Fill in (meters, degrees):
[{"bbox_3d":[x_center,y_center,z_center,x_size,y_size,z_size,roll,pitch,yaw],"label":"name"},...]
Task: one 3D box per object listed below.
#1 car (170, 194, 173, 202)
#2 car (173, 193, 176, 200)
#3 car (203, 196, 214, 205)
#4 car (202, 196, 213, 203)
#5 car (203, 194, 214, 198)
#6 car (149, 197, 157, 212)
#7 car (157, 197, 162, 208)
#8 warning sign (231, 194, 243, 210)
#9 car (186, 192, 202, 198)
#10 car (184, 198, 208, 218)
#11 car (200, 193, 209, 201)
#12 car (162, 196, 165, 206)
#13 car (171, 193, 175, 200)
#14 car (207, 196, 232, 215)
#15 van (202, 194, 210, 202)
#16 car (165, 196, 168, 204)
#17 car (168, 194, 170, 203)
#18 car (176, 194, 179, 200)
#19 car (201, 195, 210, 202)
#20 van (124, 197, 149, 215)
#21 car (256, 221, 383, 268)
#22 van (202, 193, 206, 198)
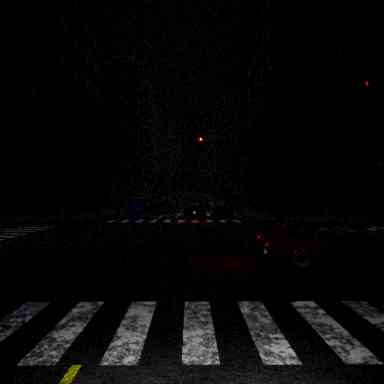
[{"bbox_3d":[-5.493,1.567,67.392,1.947,1.339,4.313,0,0,0],"label":"car"},{"bbox_3d":[-5.432,1.522,78.559,1.752,1.417,4.829,0,0,0],"label":"car"},{"bbox_3d":[3.002,1.527,61.854,1.752,1.417,4.829,0,0,0],"label":"car"},{"bbox_3d":[3.033,1.552,67.354,2.008,1.369,4.403,0,0,0],"label":"car"},{"bbox_3d":[2.908,1.443,44.677,1.967,1.590,4.097,0,0,0],"label":"car"},{"bbox_3d":[-5.648,1.443,39.051,1.967,1.590,4.097,0,0,0],"label":"car"},{"bbox_3d":[-5.617,1.569,44.720,1.947,1.339,4.313,0,0,0],"label":"car"},{"bbox_3d":[5.280,1.118,39.319,1.300,1.860,1.060,0,0,0],"label":"warning sign"},{"bbox_3d":[0.417,1.356,58.735,2.097,1.767,4.553,0,0,0],"label":"car"},{"bbox_3d":[0.253,1.527,30.332,1.812,1.442,4.674,0,0,1],"label":"car"},{"bbox_3d":[3.125,1.310,84.361,2.192,1.841,5.009,0,0,0],"label":"car"},{"bbox_3d":[-5.586,1.585,50.388,1.802,1.307,4.206,0,0,0],"label":"car"},{"bbox_3d":[-5.462,1.544,73.060,1.887,1.381,4.507,0,0,0],"label":"car"},{"bbox_3d":[2.846,1.442,33.339,1.967,1.590,4.097,0,0,0],"label":"car"},{"bbox_3d":[3.064,1.340,73.023,1.690,1.788,3.998,0,0,0],"label":"van"},{"bbox_3d":[-5.555,1.569,56.056,1.947,1.339,4.313,0,0,0],"label":"car"},{"bbox_3d":[-5.525,1.527,61.554,1.752,1.417,4.829,0,0,0],"label":"car"},{"bbox_3d":[-5.369,1.307,90.065,2.192,1.841,5.009,0,0,0],"label":"car"},{"bbox_3d":[3.095,1.437,78.692,1.967,1.590,4.097,0,0,0],"label":"car"},{"bbox_3d":[-5.680,1.343,33.383,1.690,1.788,3.998,0,0,0],"label":"van"},{"bbox_3d":[4.557,1.611,10.671,4.718,1.301,1.895,0,0,0],"label":"car"},{"bbox_3d":[2.970,1.344,56.015,1.690,1.788,3.998,0,0,0],"label":"van"}]
